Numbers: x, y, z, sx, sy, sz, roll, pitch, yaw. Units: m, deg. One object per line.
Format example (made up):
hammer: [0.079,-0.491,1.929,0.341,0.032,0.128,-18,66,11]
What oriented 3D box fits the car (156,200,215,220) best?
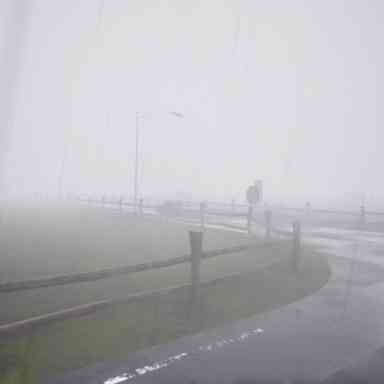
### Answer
car: [-0.652,1.283,24.526,2.033,1.411,5.357,1,0,-36]

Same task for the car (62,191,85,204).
car: [-16.660,0.723,46.583,2.097,1.767,4.553,1,0,-36]
